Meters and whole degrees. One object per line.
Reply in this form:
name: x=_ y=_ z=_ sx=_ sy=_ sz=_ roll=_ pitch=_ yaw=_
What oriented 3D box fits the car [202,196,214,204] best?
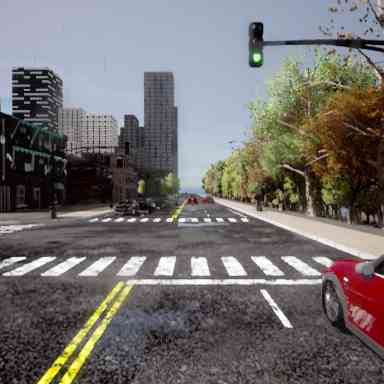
car: x=3.345 y=1.588 z=65.248 sx=1.882 sy=1.535 sz=5.008 roll=0 pitch=0 yaw=0

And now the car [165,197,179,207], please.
car: x=-3.341 y=1.587 z=56.042 sx=2.128 sy=1.511 sz=4.902 roll=0 pitch=0 yaw=0

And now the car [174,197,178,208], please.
car: x=-3.353 y=1.585 z=45.872 sx=1.837 sy=1.490 sz=4.892 roll=0 pitch=0 yaw=0

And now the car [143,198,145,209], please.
car: x=-6.601 y=1.553 z=43.481 sx=1.882 sy=1.535 sz=5.008 roll=0 pitch=0 yaw=0

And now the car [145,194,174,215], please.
car: x=-3.367 y=1.284 z=35.701 sx=2.150 sy=2.045 sz=5.566 roll=0 pitch=0 yaw=-1

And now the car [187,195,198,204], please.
car: x=0.094 y=1.464 z=65.916 sx=2.097 sy=1.767 sz=4.553 roll=0 pitch=0 yaw=0

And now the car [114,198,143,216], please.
car: x=-6.606 y=1.565 z=34.105 sx=1.837 sy=1.490 sz=4.892 roll=0 pitch=0 yaw=0

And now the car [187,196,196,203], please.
car: x=-0.003 y=1.679 z=75.713 sx=1.994 sy=1.385 sz=4.181 roll=0 pitch=0 yaw=0

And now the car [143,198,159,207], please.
car: x=-6.594 y=1.657 z=53.969 sx=1.994 sy=1.385 sz=4.181 roll=0 pitch=0 yaw=0

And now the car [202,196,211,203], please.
car: x=3.246 y=1.679 z=75.391 sx=1.994 sy=1.385 sz=4.181 roll=0 pitch=0 yaw=0

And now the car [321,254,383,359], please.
car: x=3.348 y=1.360 z=4.132 sx=2.097 sy=1.767 sz=4.553 roll=0 pitch=0 yaw=0
